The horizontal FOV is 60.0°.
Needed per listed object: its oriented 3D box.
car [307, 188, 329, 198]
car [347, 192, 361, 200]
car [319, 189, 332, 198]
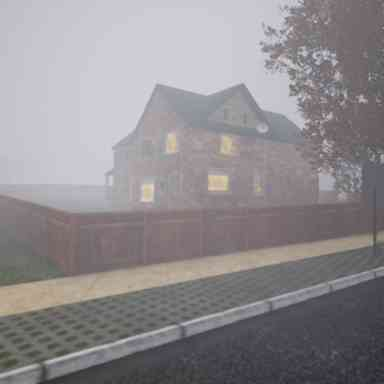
[{"bbox_3d":[21.441,0.145,56.788,1.812,1.442,4.674,1,2,-4],"label":"car"},{"bbox_3d":[19.743,0.726,37.778,2.033,1.411,5.357,1,2,-3],"label":"car"},{"bbox_3d":[19.074,0.367,49.059,1.994,1.385,4.181,1,2,-3],"label":"car"}]
